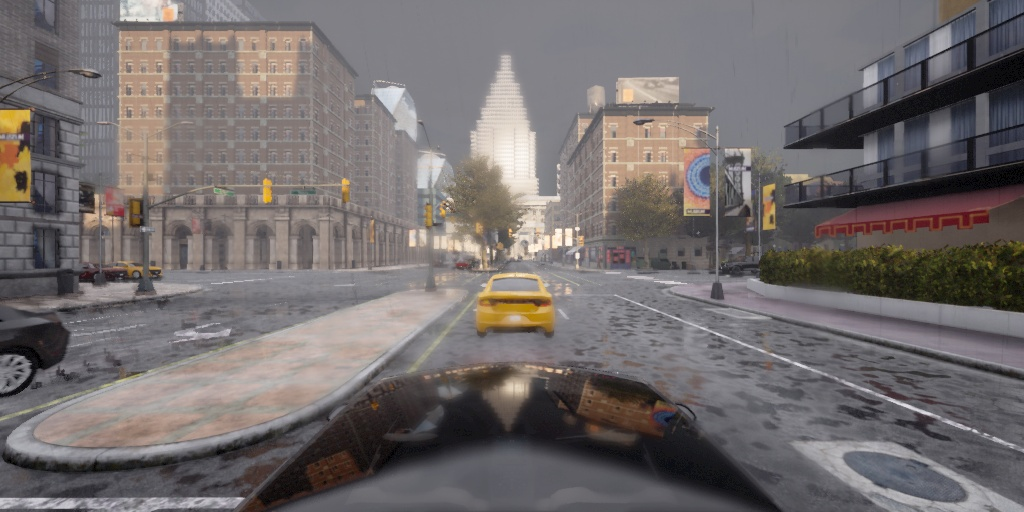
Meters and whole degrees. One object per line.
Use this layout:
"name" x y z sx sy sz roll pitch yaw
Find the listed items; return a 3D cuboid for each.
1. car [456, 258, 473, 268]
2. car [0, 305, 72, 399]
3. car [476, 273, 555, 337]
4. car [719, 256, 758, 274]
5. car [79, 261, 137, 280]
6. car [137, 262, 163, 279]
"car" -7.999 1.351 59.114 1.895 1.301 4.718 0 0 0
"car" -7.999 1.254 3.634 1.837 1.490 4.892 0 0 0
"car" 0.093 1.228 10.374 1.882 1.535 5.008 0 0 0
"car" 26.005 0.971 39.721 5.566 2.045 2.150 0 0 0
"car" -33.944 1.228 28.874 5.008 1.535 1.882 0 0 0
"car" -34.580 1.228 32.372 5.008 1.535 1.882 0 0 0
